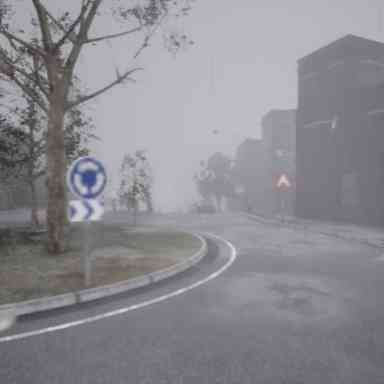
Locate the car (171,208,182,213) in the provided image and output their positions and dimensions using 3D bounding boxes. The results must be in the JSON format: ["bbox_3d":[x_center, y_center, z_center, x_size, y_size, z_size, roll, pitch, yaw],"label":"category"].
[{"bbox_3d":[-2.952,3.817,63.756,2.128,1.511,4.902,0,-5,-3],"label":"car"}]

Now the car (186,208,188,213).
[{"bbox_3d":[0.225,3.604,64.345,2.150,2.045,5.566,0,-5,-3],"label":"car"}]

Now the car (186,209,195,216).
[{"bbox_3d":[-0.394,4.600,74.740,1.812,1.442,4.674,0,-5,-3],"label":"car"}]

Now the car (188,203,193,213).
[{"bbox_3d":[0.896,2.694,53.285,2.150,2.045,5.566,0,-4,-3],"label":"car"}]

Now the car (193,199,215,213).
[{"bbox_3d":[1.636,1.808,41.391,2.097,1.767,4.553,1,-6,-3],"label":"car"}]
